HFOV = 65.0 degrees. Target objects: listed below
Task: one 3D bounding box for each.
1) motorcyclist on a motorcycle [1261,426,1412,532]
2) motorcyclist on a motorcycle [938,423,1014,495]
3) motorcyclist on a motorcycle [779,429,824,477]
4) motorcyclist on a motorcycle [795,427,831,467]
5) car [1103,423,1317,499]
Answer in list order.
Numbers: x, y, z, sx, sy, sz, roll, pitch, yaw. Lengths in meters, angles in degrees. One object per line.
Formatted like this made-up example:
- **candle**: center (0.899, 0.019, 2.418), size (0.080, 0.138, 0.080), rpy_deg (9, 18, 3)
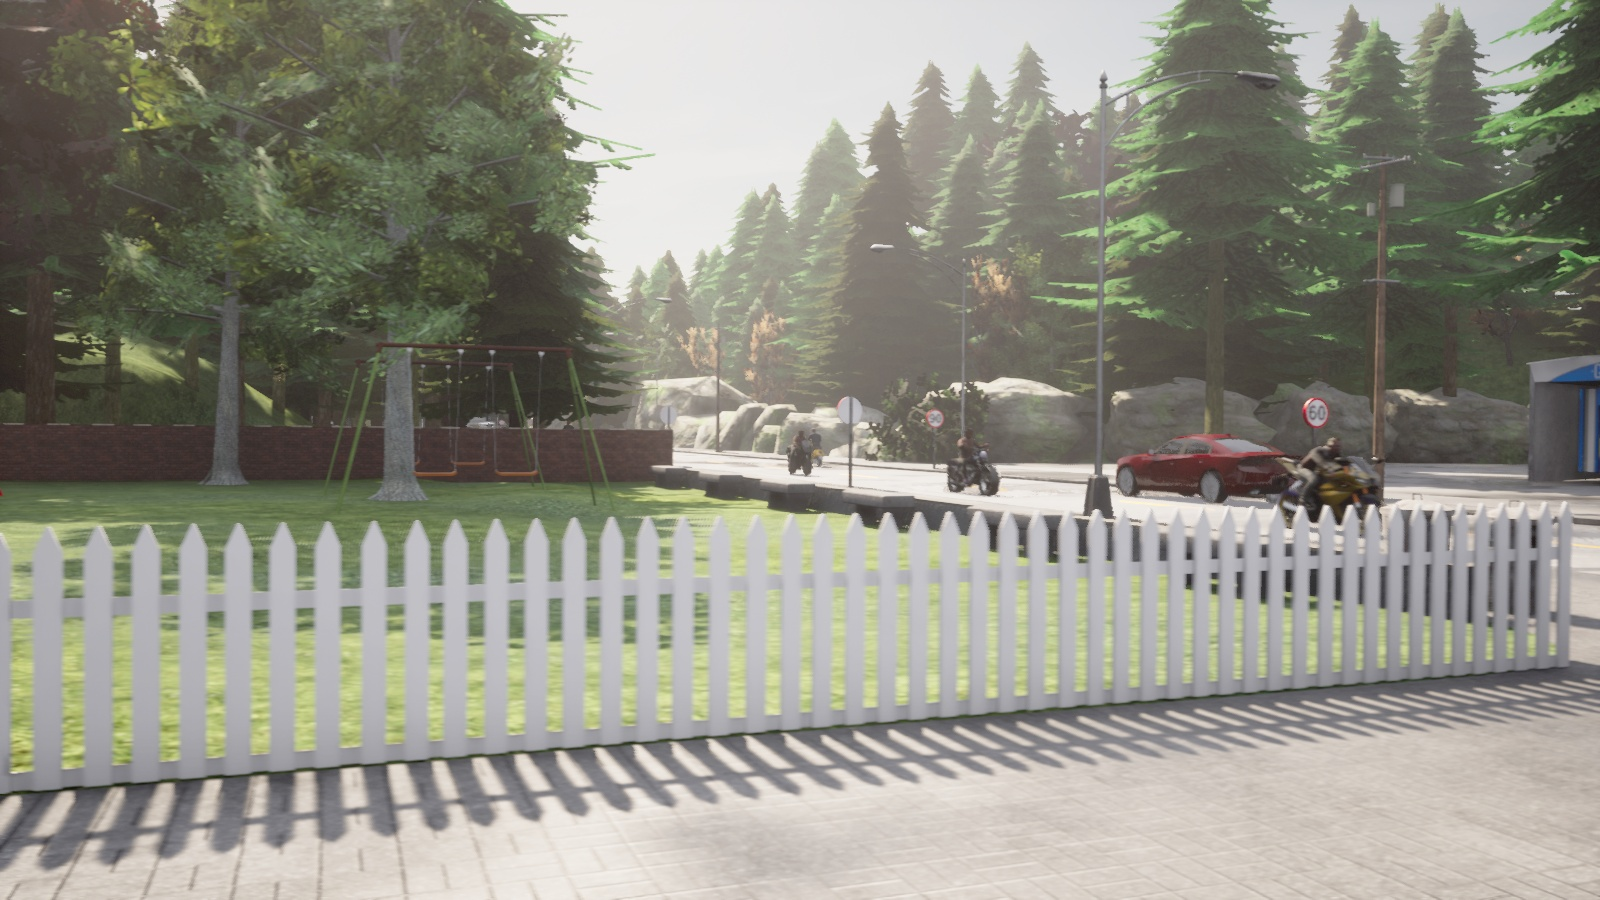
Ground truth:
- **motorcyclist on a motorcycle**: center (8.267, 0.404, 19.475), size (0.866, 1.530, 2.191), rpy_deg (-1, 1, -21)
- **motorcyclist on a motorcycle**: center (4.205, 0.188, 30.277), size (0.766, 1.649, 2.350), rpy_deg (-1, 1, -21)
- **motorcyclist on a motorcycle**: center (0.036, 0.084, 41.371), size (0.797, 1.523, 2.044), rpy_deg (-1, 1, -21)
- **motorcyclist on a motorcycle**: center (0.534, -0.119, 51.415), size (0.866, 1.590, 1.817), rpy_deg (-1, 1, -21)
- **car**: center (9.141, 0.184, 28.514), size (1.882, 1.535, 5.008), rpy_deg (-1, 1, -21)
